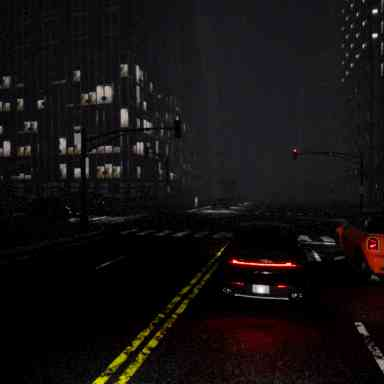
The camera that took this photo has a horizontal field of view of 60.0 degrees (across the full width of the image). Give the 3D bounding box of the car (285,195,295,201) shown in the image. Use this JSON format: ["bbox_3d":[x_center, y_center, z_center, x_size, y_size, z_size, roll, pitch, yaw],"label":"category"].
[{"bbox_3d":[23.364,1.465,79.544,2.033,1.411,5.357,0,0,14],"label":"car"}]

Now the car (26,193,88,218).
[{"bbox_3d":[-11.808,1.216,28.622,4.553,1.767,2.097,1,1,15],"label":"car"}]

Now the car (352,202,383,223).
[{"bbox_3d":[14.898,1.562,25.387,4.674,1.442,1.812,1,2,29],"label":"car"}]

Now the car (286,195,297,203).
[{"bbox_3d":[20.816,1.464,69.539,2.128,1.511,4.902,0,0,14],"label":"car"}]

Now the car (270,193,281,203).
[{"bbox_3d":[17.647,1.158,70.284,2.150,2.045,5.566,0,0,14],"label":"car"}]

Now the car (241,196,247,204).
[{"bbox_3d":[8.455,1.482,60.844,1.812,1.442,4.674,0,0,15],"label":"car"}]

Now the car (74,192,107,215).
[{"bbox_3d":[-10.833,1.037,31.649,5.566,2.045,2.150,1,1,15],"label":"car"}]

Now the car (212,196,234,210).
[{"bbox_3d":[3.843,1.501,42.864,1.812,1.442,4.674,0,0,14],"label":"car"}]

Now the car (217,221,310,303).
[{"bbox_3d":[1.839,1.501,8.342,1.837,1.490,4.892,0,0,14],"label":"car"}]

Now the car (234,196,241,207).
[{"bbox_3d":[6.132,1.471,51.846,1.837,1.490,4.892,0,0,14],"label":"car"}]

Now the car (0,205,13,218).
[{"bbox_3d":[-16.809,1.434,27.175,4.313,1.339,1.947,1,1,15],"label":"car"}]

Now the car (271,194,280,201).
[{"bbox_3d":[20.215,1.236,80.349,1.882,1.535,5.008,0,0,14],"label":"car"}]

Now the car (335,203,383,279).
[{"bbox_3d":[5.707,1.347,9.950,2.097,1.767,4.553,0,0,14],"label":"car"}]

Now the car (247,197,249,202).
[{"bbox_3d":[10.993,1.497,70.504,1.994,1.385,4.181,0,0,14],"label":"car"}]
